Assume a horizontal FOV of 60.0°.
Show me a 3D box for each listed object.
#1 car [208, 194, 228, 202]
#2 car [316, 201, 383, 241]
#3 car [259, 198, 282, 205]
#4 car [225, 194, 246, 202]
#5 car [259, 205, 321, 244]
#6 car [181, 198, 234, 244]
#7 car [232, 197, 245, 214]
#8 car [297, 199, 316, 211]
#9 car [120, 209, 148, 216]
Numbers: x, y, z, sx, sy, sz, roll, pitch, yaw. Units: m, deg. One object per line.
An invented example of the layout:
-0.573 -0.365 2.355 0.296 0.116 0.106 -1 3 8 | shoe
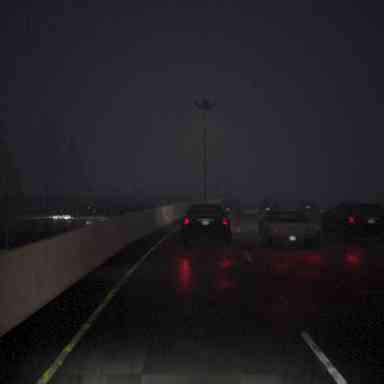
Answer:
5.380 1.131 68.198 1.837 1.490 4.892 0 0 33 | car
7.836 1.264 16.199 2.097 1.767 4.553 0 0 6 | car
7.565 1.331 32.246 1.837 1.490 4.892 0 0 16 | car
8.873 1.181 67.157 2.033 1.411 5.357 0 0 33 | car
4.187 1.518 15.343 1.895 1.301 4.718 0 0 5 | car
0.746 1.267 15.660 2.097 1.767 4.553 0 0 5 | car
3.971 1.330 32.382 1.837 1.490 4.892 0 0 16 | car
11.347 1.388 32.625 1.994 1.385 4.181 0 0 17 | car
-4.657 1.416 27.379 1.994 1.385 4.181 0 0 12 | car
